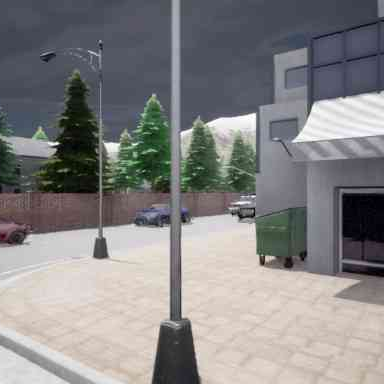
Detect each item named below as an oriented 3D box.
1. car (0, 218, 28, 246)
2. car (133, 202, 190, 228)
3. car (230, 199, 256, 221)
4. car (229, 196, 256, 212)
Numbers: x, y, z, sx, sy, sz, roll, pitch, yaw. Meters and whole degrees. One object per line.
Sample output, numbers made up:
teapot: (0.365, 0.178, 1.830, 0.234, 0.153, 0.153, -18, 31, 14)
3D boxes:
car: (-9.486, 1.739, 14.453, 1.994, 1.385, 4.181, 0, 0, 38)
car: (-2.137, 1.526, 24.239, 2.097, 1.767, 4.553, 0, 0, 37)
car: (5.650, 1.666, 28.538, 2.128, 1.511, 4.902, 0, 0, 37)
car: (6.011, 1.397, 35.224, 2.150, 2.045, 5.566, 0, 0, 36)
